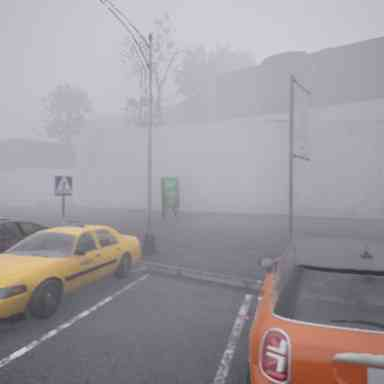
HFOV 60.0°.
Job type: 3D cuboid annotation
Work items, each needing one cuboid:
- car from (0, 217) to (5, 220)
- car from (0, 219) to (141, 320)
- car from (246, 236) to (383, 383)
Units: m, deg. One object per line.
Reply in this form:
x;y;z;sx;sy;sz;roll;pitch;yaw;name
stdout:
-5.326;1.502;9.618;2.163;1.488;4.792;0;-1;15;car
-2.948;1.475;7.679;1.946;1.575;5.366;1;-1;15;car
1.951;1.365;4.371;2.185;1.767;4.553;0;-1;15;car
